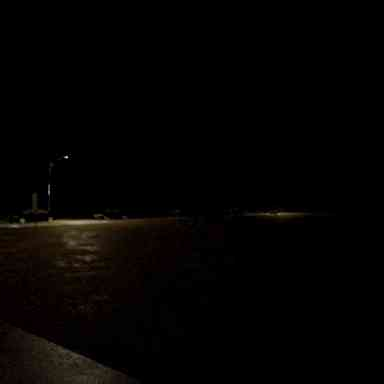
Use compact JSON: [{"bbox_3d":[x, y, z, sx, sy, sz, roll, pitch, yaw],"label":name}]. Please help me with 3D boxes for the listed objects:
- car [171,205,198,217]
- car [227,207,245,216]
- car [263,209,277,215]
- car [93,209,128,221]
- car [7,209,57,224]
[{"bbox_3d":[-1.202,3.281,56.981,2.150,2.045,5.566,-2,-3,36],"label":"car"},{"bbox_3d":[8.753,3.851,66.094,2.097,1.767,4.553,-2,-3,35],"label":"car"},{"bbox_3d":[19.019,4.783,80.488,1.895,1.301,4.718,-2,-3,35],"label":"car"},{"bbox_3d":[-10.639,2.933,43.784,1.882,1.535,5.008,-2,-3,36],"label":"car"},{"bbox_3d":[-16.783,2.548,35.164,1.882,1.535,5.008,-2,-3,35],"label":"car"}]
